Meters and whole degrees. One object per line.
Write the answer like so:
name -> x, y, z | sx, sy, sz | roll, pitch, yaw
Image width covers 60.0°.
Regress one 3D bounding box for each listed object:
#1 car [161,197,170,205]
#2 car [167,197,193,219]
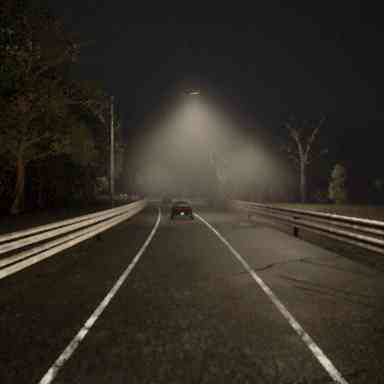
car -> -4.482, 1.523, 59.528 | 2.033, 1.411, 5.357 | 0, 0, -10
car -> -0.983, 1.498, 29.253 | 1.837, 1.490, 4.892 | 0, 0, -5
